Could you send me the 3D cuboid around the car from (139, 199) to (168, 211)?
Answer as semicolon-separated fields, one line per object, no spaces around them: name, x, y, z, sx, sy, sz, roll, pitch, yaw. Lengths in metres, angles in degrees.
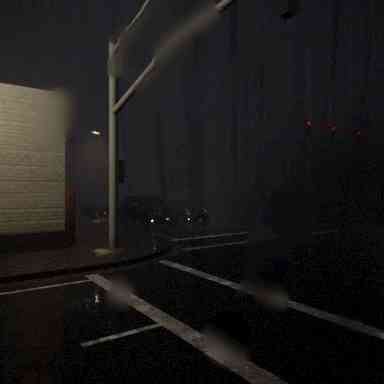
car;-5.130;1.619;43.585;1.994;1.385;4.181;0;0;-36

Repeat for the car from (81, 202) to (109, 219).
car;-8.550;1.619;30.013;1.994;1.385;4.181;0;0;-35

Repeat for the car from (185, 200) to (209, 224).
car;-0.717;1.407;25.061;2.097;1.767;4.553;0;0;-36

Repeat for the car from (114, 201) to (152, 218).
car;-5.737;1.619;32.089;1.994;1.385;4.181;0;0;-35

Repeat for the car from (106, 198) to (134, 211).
car;-9.507;1.581;43.652;1.812;1.442;4.674;0;0;-36

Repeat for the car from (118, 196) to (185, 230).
car;-3.084;1.277;22.348;2.150;2.045;5.566;0;0;-36
